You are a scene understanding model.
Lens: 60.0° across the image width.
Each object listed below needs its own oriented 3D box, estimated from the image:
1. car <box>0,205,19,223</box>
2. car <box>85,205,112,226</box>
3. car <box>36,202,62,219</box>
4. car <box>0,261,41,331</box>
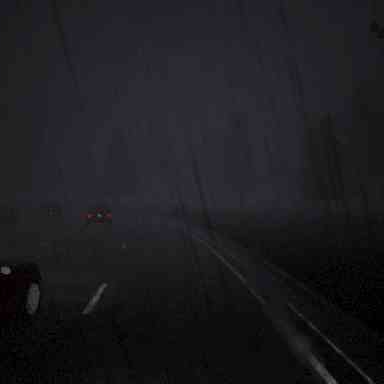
[{"bbox_3d":[-15.187,1.705,26.706,1.994,1.385,4.181,0,0,-22],"label":"car"},{"bbox_3d":[-6.923,1.652,24.659,2.033,1.411,5.357,0,0,-16],"label":"car"},{"bbox_3d":[-13.093,1.637,30.470,2.128,1.511,4.902,0,0,-26],"label":"car"},{"bbox_3d":[-3.709,1.505,4.325,1.882,1.535,5.008,0,0,-3],"label":"car"}]
